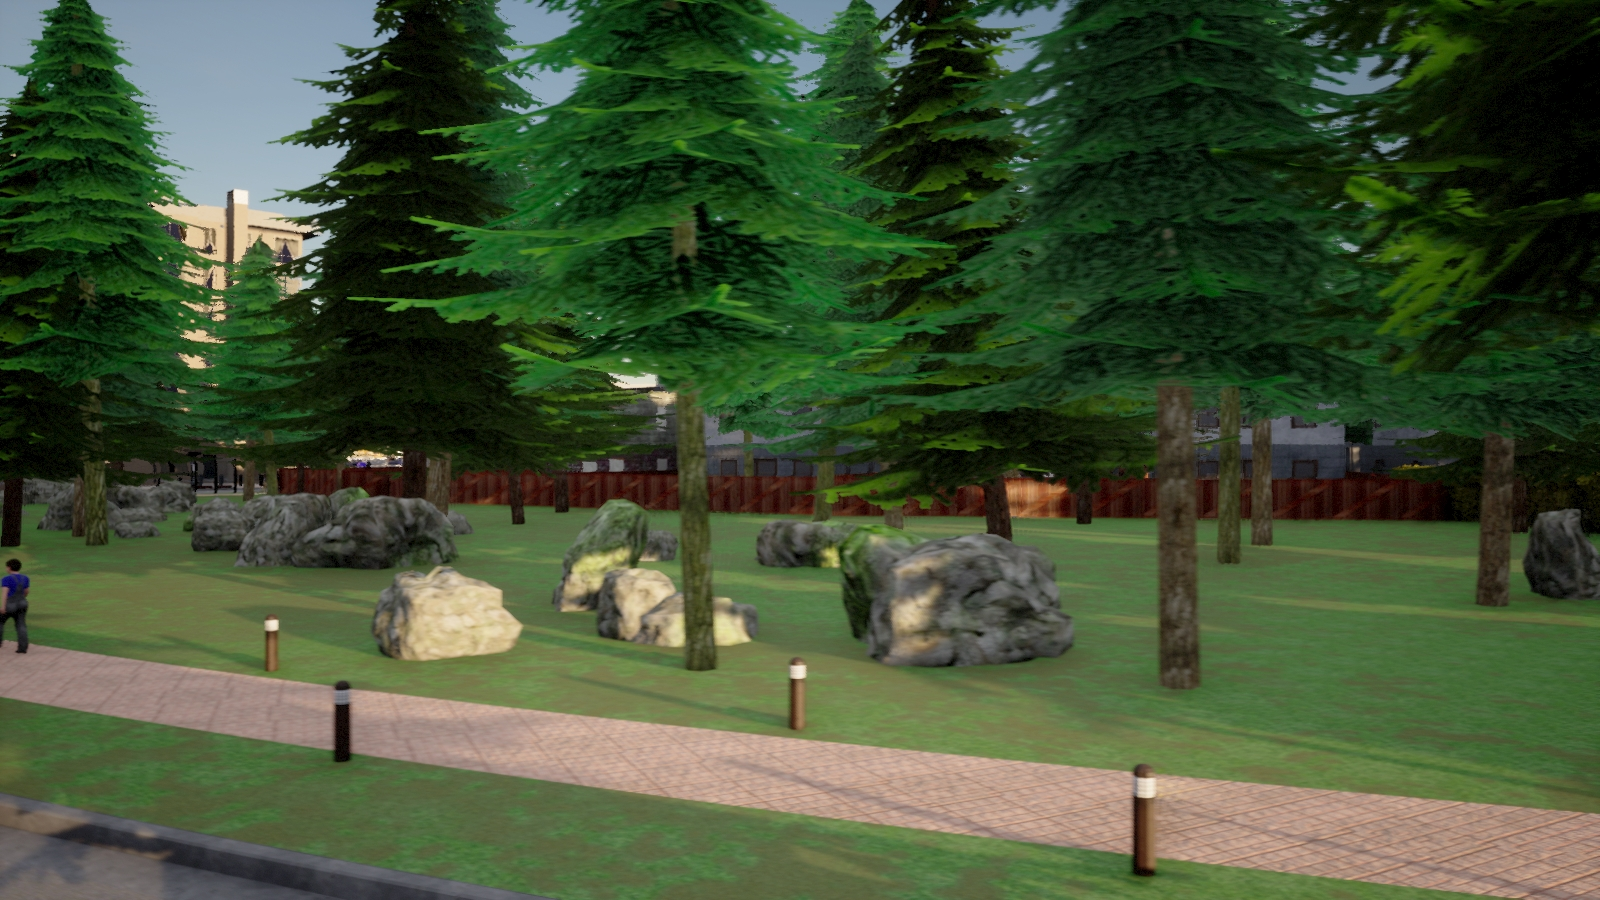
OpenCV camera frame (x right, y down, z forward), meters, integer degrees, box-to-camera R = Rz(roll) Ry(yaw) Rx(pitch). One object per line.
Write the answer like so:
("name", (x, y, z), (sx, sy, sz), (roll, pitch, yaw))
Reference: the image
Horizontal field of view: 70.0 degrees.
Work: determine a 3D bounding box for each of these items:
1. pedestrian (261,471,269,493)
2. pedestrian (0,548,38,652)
("pedestrian", (-33.155, 1.985, 70.816), (0.375, 1.300, 0.375), (0, 0, 42))
("pedestrian", (-10.275, 1.949, 14.939), (0.375, 1.300, 0.375), (0, 0, 27))
